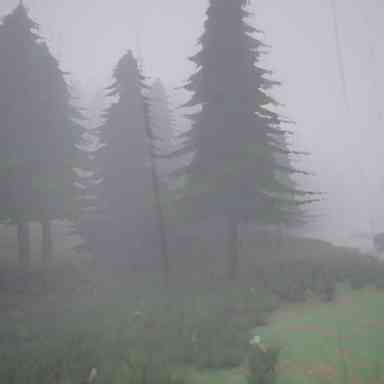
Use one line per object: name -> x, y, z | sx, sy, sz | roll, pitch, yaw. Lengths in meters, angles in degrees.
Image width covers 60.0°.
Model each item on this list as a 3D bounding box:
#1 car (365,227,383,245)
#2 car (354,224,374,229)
car -> 12.970, 3.115, 20.550 | 2.128, 1.511, 4.902 | -1, -5, 7
car -> 32.438, 6.711, 62.565 | 4.674, 1.442, 1.812 | 4, -3, -27
